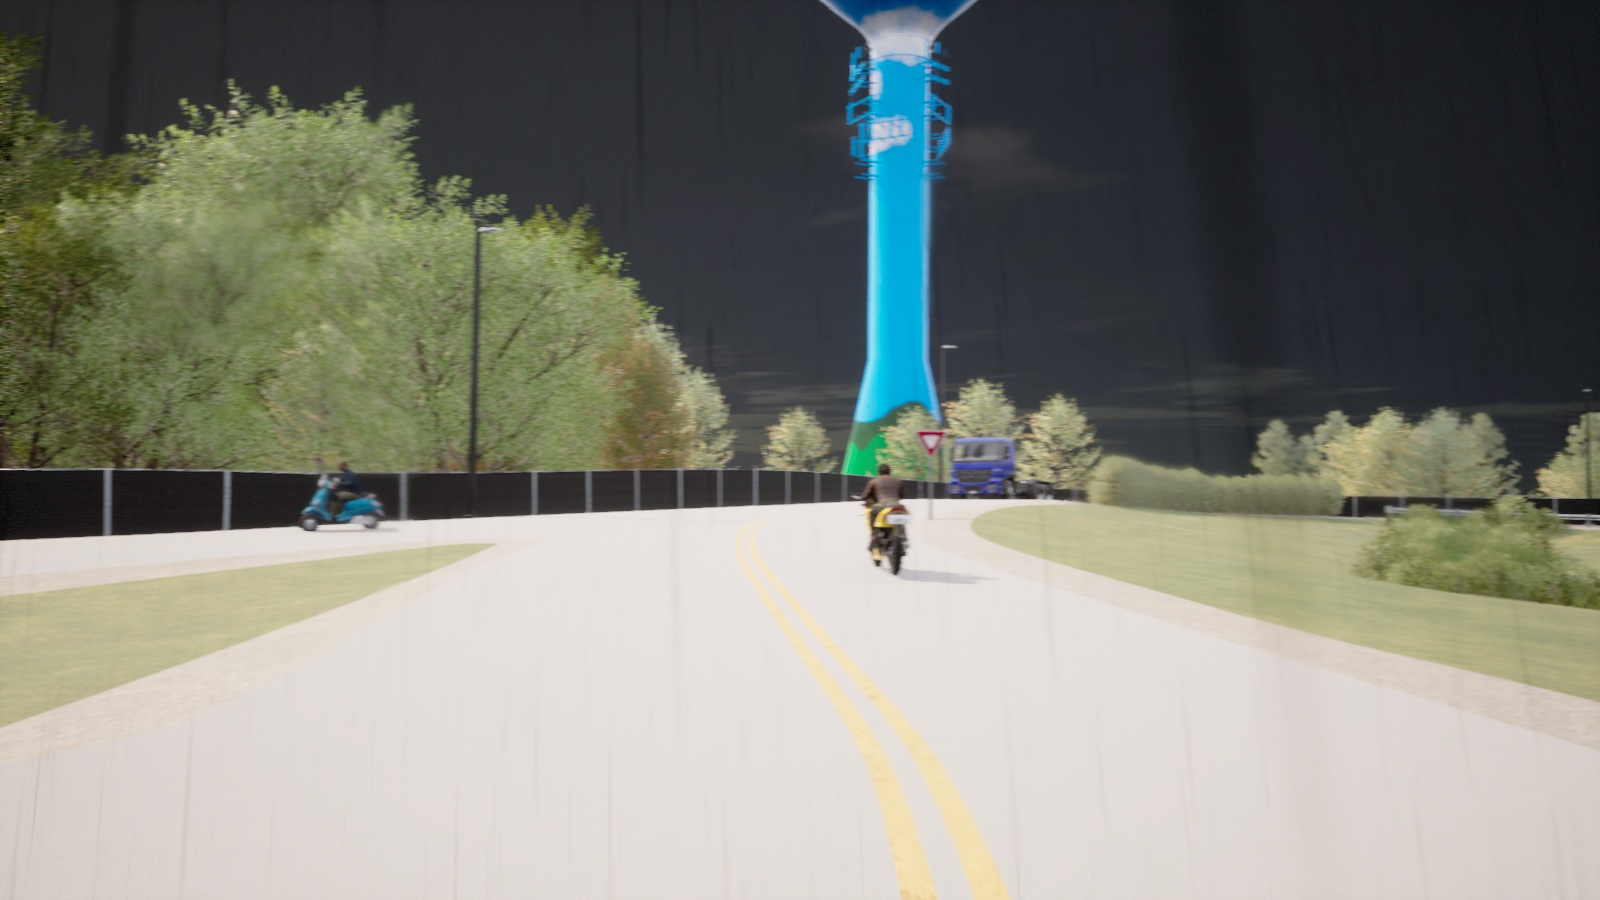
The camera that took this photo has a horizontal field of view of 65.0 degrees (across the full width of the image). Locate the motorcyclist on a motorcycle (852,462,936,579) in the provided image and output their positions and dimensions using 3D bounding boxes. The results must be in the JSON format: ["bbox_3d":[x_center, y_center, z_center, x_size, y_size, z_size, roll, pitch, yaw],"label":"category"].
[{"bbox_3d":[1.276,0.935,17.471,0.797,1.523,2.044,0,-1,-6],"label":"motorcyclist on a motorcycle"}]

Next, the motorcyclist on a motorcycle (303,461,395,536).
[{"bbox_3d":[-10.126,1.069,28.212,1.817,1.590,0.866,0,1,-30],"label":"motorcyclist on a motorcycle"}]

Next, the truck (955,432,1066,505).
[{"bbox_3d":[11.540,1.122,68.225,2.891,3.462,7.936,-2,-5,34],"label":"truck"}]
